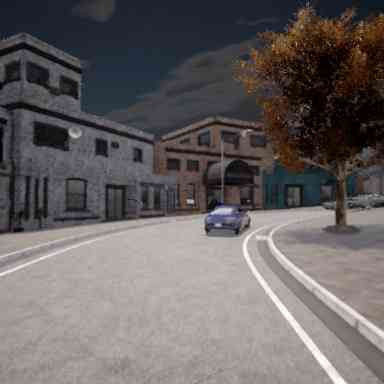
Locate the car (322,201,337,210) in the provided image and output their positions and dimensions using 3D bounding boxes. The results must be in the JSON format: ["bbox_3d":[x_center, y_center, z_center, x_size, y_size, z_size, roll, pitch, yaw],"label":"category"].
[{"bbox_3d":[16.205,1.238,34.968,4.718,1.301,1.895,-2,-2,-10],"label":"car"}]

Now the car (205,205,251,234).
[{"bbox_3d":[2.087,1.474,18.940,1.812,1.442,4.674,-1,0,20],"label":"car"}]

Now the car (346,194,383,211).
[{"bbox_3d":[17.151,0.967,31.462,4.902,1.511,2.128,-2,-2,-14],"label":"car"}]
